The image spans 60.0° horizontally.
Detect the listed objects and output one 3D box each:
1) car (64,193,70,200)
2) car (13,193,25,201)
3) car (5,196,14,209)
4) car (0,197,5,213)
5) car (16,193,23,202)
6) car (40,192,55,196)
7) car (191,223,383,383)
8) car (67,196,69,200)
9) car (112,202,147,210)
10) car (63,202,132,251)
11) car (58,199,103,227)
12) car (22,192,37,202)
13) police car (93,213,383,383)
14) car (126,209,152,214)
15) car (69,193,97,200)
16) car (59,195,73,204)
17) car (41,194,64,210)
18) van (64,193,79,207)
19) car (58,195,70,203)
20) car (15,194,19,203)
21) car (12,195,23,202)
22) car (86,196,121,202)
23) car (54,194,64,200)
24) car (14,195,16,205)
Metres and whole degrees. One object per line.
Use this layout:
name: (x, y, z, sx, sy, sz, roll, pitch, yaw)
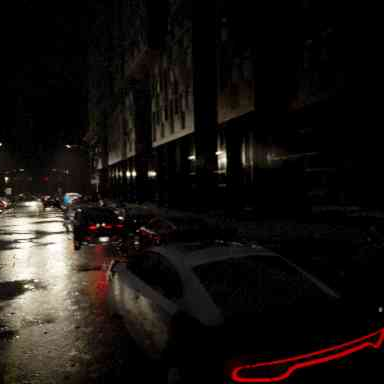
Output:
car: (-14.555, 1.262, 41.428, 1.752, 1.417, 4.829, -2, 1, -24)
car: (-40.810, 1.162, 78.511, 2.192, 1.841, 5.009, -2, 1, -24)
car: (-24.557, 1.398, 42.826, 1.967, 1.590, 4.097, -2, 1, -24)
car: (-19.914, 1.432, 32.630, 1.967, 1.590, 4.097, -2, 1, -24)
car: (-33.840, 1.444, 63.219, 2.008, 1.369, 4.403, -2, 1, -24)
car: (-24.274, 0.984, 56.081, 2.150, 2.045, 5.566, -2, 1, -24)
car: (1.768, 1.430, 5.586, 1.947, 1.339, 4.313, -2, 1, -24)
car: (-12.162, 1.336, 36.176, 1.802, 1.307, 4.206, -2, 1, -24)
car: (-2.875, 1.376, 15.782, 2.008, 1.369, 4.403, -2, 1, -24)
car: (-4.067, 1.389, 13.754, 1.837, 1.490, 4.892, -2, 1, -24)
car: (-6.498, 1.388, 19.239, 1.812, 1.442, 4.674, -2, 1, -24)
car: (-33.138, 1.156, 68.322, 2.097, 1.767, 4.553, -2, 1, -24)
police car: (0.048, 1.344, 4.756, 1.930, 1.638, 5.238, -2, 1, -25)
car: (-0.554, 1.411, 10.684, 1.947, 1.339, 4.313, -2, 1, -24)
car: (-9.846, 1.087, 31.074, 2.192, 1.841, 5.009, -2, 1, -24)
car: (-21.448, 1.269, 56.570, 1.802, 1.307, 4.206, -2, 1, -24)
car: (-16.686, 1.322, 39.531, 1.837, 1.490, 4.892, -2, 1, -24)
van: (-16.810, 1.062, 46.370, 1.690, 1.788, 3.998, -2, 1, -24)
car: (-23.769, 1.253, 61.668, 1.802, 1.307, 4.206, -2, 1, -24)
car: (-29.197, 1.491, 53.024, 1.947, 1.339, 4.313, -2, 1, -24)
car: (-38.483, 1.407, 73.416, 1.887, 1.381, 4.507, -2, 1, -24)
car: (-5.200, 1.247, 20.879, 1.967, 1.590, 4.097, -2, 1, -24)
car: (-30.735, 1.169, 76.963, 1.887, 1.381, 4.507, -2, 1, -24)
car: (-26.875, 1.524, 47.925, 1.802, 1.307, 4.206, -2, 1, -24)
